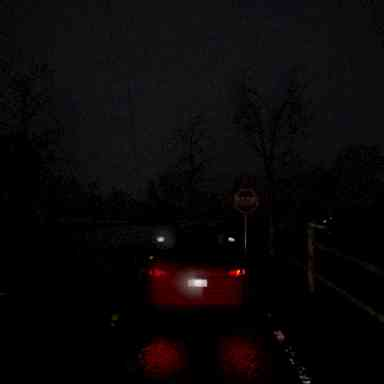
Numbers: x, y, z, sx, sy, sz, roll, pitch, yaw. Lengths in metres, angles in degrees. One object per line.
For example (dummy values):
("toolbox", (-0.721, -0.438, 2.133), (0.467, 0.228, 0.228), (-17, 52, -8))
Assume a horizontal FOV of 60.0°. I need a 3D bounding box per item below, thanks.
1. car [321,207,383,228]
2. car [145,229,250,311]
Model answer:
("car", (12.402, 1.819, 24.366), (5.357, 1.411, 2.033), (1, 1, 0))
("car", (0.100, 1.562, 7.821), (1.994, 1.385, 4.181), (0, 0, 0))
